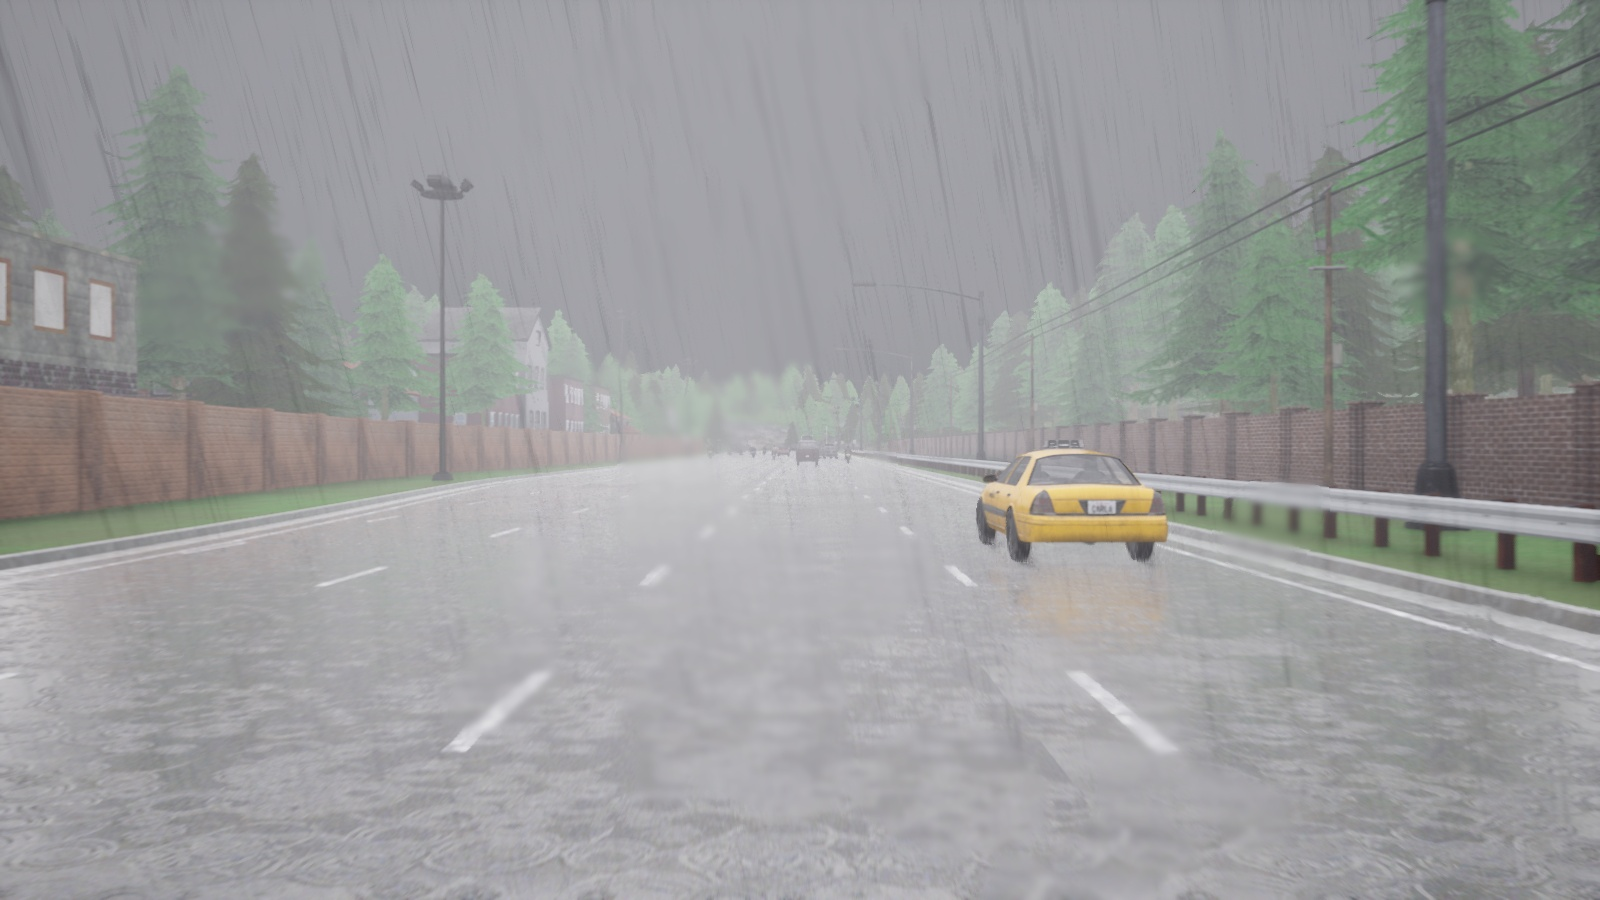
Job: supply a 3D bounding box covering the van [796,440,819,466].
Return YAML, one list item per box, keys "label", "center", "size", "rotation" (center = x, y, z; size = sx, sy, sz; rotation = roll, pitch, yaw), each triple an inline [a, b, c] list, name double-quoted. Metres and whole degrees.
- label: "van"
  center: [0.579, 0.205, 98.300]
  size: [1.775, 1.987, 4.442]
  rotation: [0, 0, 0]

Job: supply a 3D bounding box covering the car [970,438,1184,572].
- label: "car"
  center: [3.615, 0.637, 17.416]
  size: [1.801, 1.575, 5.366]
  rotation: [0, 0, 0]
